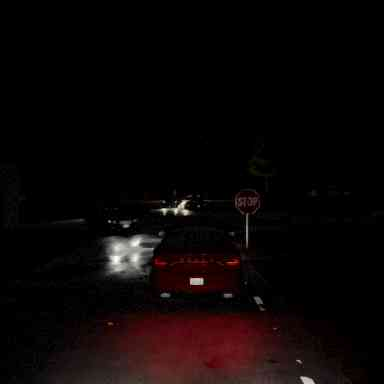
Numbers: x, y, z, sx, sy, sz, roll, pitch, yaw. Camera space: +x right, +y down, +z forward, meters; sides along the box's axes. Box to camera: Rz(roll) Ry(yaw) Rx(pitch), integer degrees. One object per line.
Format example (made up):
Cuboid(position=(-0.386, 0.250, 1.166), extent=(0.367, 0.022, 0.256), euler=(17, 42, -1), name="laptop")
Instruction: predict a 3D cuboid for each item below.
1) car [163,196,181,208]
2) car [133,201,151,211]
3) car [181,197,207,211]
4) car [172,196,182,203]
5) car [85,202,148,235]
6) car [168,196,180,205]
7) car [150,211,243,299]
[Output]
Cuboid(position=(-3.026, 1.367, 47.537), extent=(2.097, 1.767, 4.553), euler=(0, 0, -1), name="car")
Cuboid(position=(-6.286, 1.616, 32.870), extent=(1.895, 1.301, 4.718), euler=(0, 1, 35), name="car")
Cuboid(position=(0.370, 1.568, 39.197), extent=(1.994, 1.385, 4.181), euler=(0, 0, -11), name="car")
Cuboid(position=(-3.126, 1.609, 69.537), extent=(1.994, 1.385, 4.181), euler=(0, 0, 0), name="car")
Cuboid(position=(-4.693, 1.508, 19.044), extent=(2.128, 1.511, 4.902), euler=(-1, 0, -33), name="car")
Cuboid(position=(-3.108, 1.504, 58.230), extent=(1.882, 1.535, 5.008), euler=(0, 0, 0), name="car")
Cuboid(position=(0.121, 1.475, 8.524), extent=(1.882, 1.535, 5.008), euler=(0, 0, 1), name="car")
